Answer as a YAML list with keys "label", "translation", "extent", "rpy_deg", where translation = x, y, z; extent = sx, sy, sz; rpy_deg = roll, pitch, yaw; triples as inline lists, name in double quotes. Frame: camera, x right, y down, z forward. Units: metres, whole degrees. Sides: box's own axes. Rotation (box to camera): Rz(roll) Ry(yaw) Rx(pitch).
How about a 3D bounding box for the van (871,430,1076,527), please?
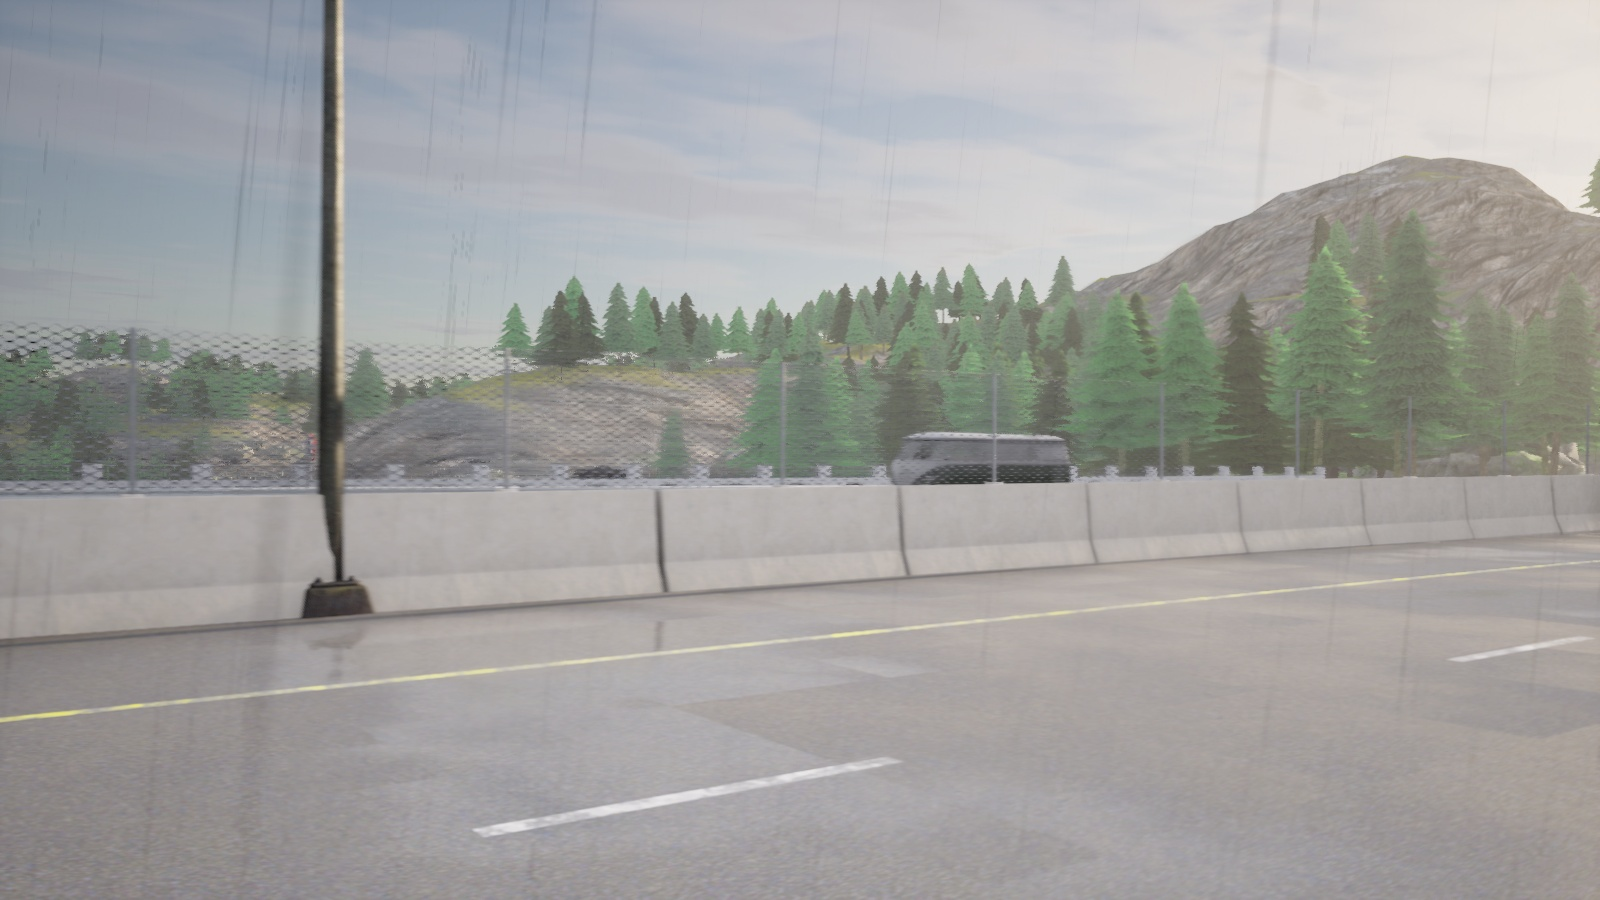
- label: "van"
  translation: [3.874, 0.590, 27.678]
  extent: [4.442, 1.987, 1.775]
  rpy_deg: [0, 0, -35]
